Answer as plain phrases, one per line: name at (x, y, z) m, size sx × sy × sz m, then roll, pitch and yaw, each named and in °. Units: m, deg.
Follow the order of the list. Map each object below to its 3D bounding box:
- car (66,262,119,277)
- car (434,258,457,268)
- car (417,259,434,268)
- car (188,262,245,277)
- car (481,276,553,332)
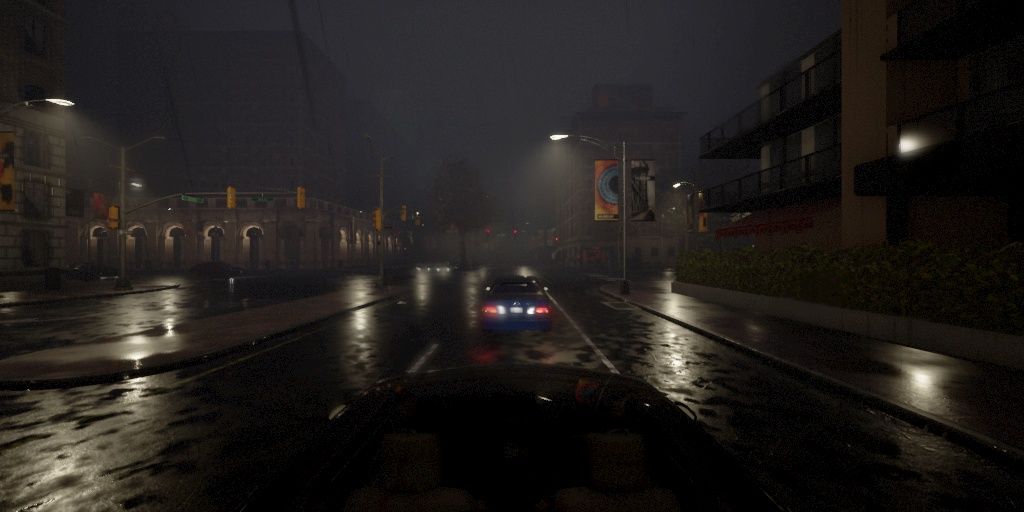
car at (-40.821, 1.312, 34.642) m, size 4.181 × 1.385 × 1.994 m, roll 0°, pitch 0°, yaw 0°
car at (-11.052, 1.102, 59.739) m, size 2.097 × 1.767 × 4.553 m, roll 0°, pitch 0°, yaw 1°
car at (-14.518, 1.228, 61.808) m, size 1.882 × 1.535 × 5.008 m, roll 0°, pitch 0°, yaw 1°
car at (-28.449, 1.276, 34.583) m, size 4.674 × 1.442 × 1.812 m, roll 0°, pitch 0°, yaw 0°
car at (0.146, 1.297, 10.789) m, size 2.033 × 1.411 × 5.357 m, roll 0°, pitch 0°, yaw 1°
